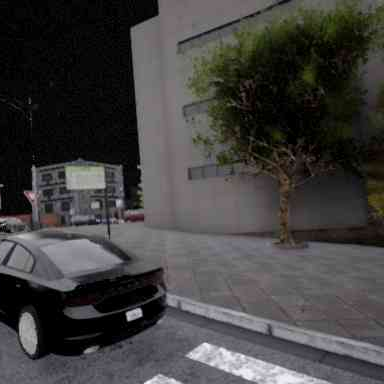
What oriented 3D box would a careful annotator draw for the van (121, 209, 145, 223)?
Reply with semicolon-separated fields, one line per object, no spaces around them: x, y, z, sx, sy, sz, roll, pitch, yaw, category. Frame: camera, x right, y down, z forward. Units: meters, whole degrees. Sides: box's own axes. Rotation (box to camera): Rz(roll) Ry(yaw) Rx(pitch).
-6.975;3.326;45.153;4.442;1.987;1.878;-6;-7;24;van

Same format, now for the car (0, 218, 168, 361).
-2.632;1.433;6.037;5.008;1.535;1.882;1;1;41;car

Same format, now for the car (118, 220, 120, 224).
-10.131;5.183;56.998;1.994;1.385;4.181;-6;-7;24;car

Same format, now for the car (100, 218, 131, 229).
-13.898;5.708;60.228;5.366;1.575;1.946;-6;-7;24;car

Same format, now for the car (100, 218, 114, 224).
-16.092;5.214;54.978;5.008;1.535;2.097;-6;-7;24;car

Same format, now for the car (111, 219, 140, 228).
-12.549;5.954;62.668;4.792;1.488;2.163;-6;-7;24;car

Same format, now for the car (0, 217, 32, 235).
-17.403;3.264;31.879;1.837;1.490;4.892;-6;-3;-2;car

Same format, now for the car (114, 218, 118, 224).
-14.914;5.317;57.508;4.553;1.767;2.185;-6;-7;24;car

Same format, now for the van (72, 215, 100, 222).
-17.352;4.790;52.529;4.442;1.987;1.878;-6;-7;24;van
